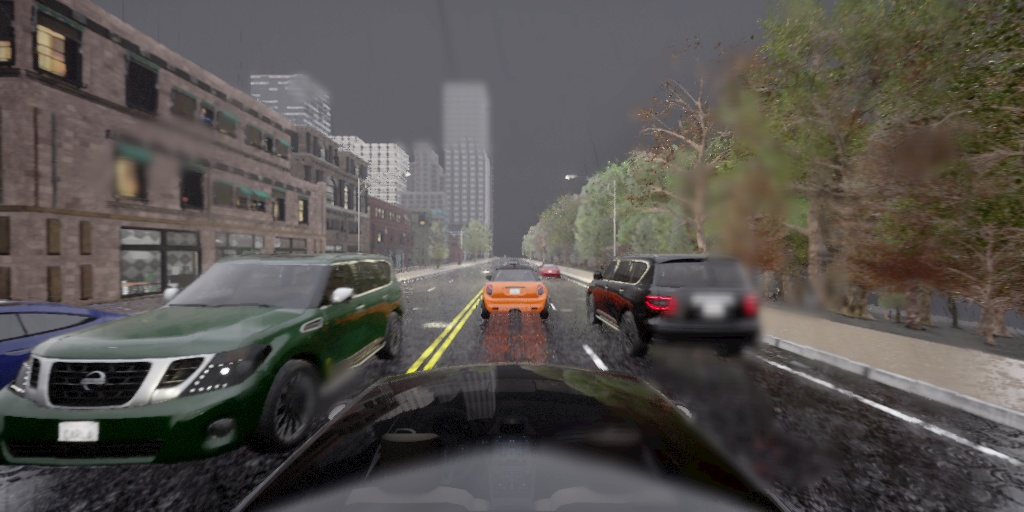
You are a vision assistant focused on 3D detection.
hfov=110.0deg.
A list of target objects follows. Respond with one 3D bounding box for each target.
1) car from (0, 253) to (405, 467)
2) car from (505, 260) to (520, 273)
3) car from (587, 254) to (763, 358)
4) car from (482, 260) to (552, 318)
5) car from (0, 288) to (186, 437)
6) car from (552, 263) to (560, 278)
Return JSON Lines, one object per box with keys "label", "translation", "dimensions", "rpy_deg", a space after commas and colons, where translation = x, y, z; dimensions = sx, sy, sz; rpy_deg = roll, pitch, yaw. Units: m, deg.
{"label": "car", "translation": [-3.316, 0.973, 5.483], "dimensions": [2.150, 2.045, 5.566], "rpy_deg": [0, 0, -1]}
{"label": "car", "translation": [0.107, 1.280, 45.964], "dimensions": [1.837, 1.490, 4.892], "rpy_deg": [0, 0, 0]}
{"label": "car", "translation": [3.352, 0.976, 8.631], "dimensions": [2.150, 2.045, 5.566], "rpy_deg": [0, 0, 0]}
{"label": "car", "translation": [0.097, 1.108, 13.133], "dimensions": [2.097, 1.767, 4.553], "rpy_deg": [0, 0, 0]}
{"label": "car", "translation": [-6.568, 1.277, 3.882], "dimensions": [1.812, 1.442, 4.674], "rpy_deg": [0, 0, 0]}
{"label": "car", "translation": [3.356, 1.333, 33.697], "dimensions": [1.994, 1.385, 4.181], "rpy_deg": [0, 0, 0]}
